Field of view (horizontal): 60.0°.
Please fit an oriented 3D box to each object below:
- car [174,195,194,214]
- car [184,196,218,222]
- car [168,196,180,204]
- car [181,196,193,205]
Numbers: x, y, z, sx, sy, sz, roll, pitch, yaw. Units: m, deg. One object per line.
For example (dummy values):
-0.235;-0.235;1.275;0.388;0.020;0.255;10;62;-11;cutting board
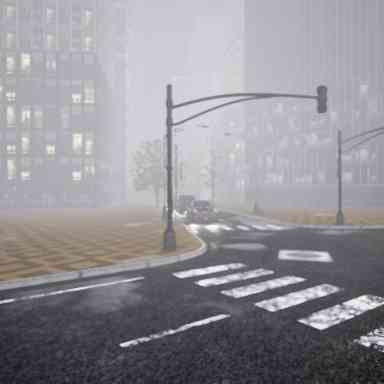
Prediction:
-0.477;1.388;38.046;2.150;2.045;5.566;0;0;-8;car
0.802;1.458;27.593;2.097;1.767;4.553;0;0;-7;car
-3.452;1.490;63.212;1.994;1.385;4.181;0;0;-7;car
-1.078;1.693;68.518;2.097;1.767;4.553;0;0;-7;car
